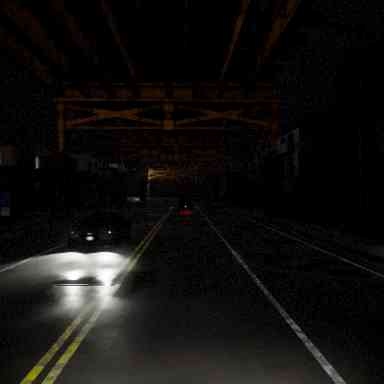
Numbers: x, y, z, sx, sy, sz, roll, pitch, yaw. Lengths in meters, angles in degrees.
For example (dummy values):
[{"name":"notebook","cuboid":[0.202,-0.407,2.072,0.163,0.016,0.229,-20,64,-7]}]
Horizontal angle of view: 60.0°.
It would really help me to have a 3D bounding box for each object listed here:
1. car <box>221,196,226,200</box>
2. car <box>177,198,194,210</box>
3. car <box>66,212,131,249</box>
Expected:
[{"name":"car","cuboid":[10.221,1.453,90.080,4.974,1.542,2.038,0,0,29]},{"name":"car","cuboid":[-0.856,1.505,43.319,1.837,1.490,4.892,0,0,-1]},{"name":"car","cuboid":[-3.885,1.564,14.489,1.994,1.385,4.181,0,0,-1]}]
